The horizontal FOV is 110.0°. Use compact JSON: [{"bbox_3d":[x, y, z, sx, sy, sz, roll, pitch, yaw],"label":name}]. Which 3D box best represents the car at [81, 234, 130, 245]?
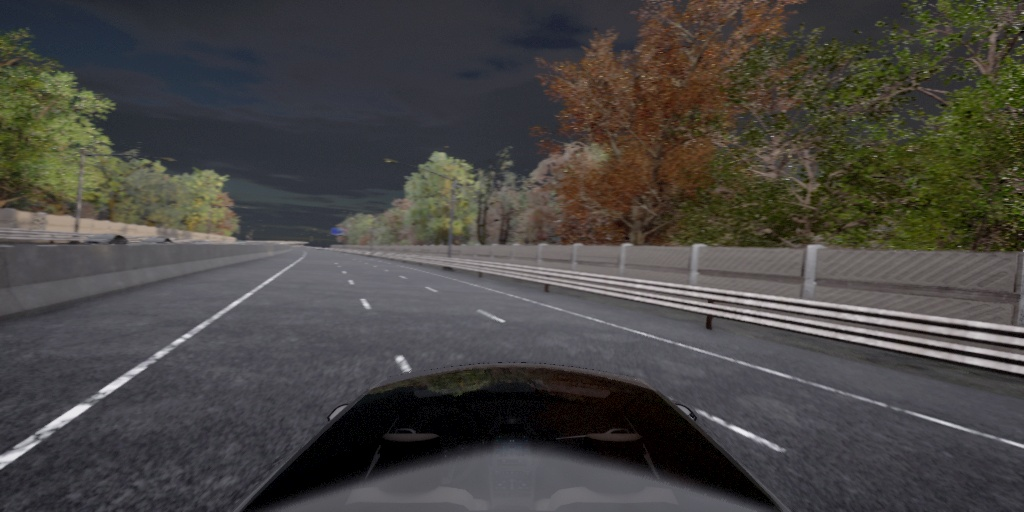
[{"bbox_3d":[-38.330,-1.373,33.999,1.837,1.490,4.892,4,-1,-28],"label":"car"}]

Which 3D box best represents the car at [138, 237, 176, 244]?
[{"bbox_3d":[-35.282,-1.145,35.697,1.837,1.490,4.892,4,-1,-28],"label":"car"}]

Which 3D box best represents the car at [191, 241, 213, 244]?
[{"bbox_3d":[-32.300,-0.861,37.520,1.994,1.385,4.181,4,-1,-28],"label":"car"}]
